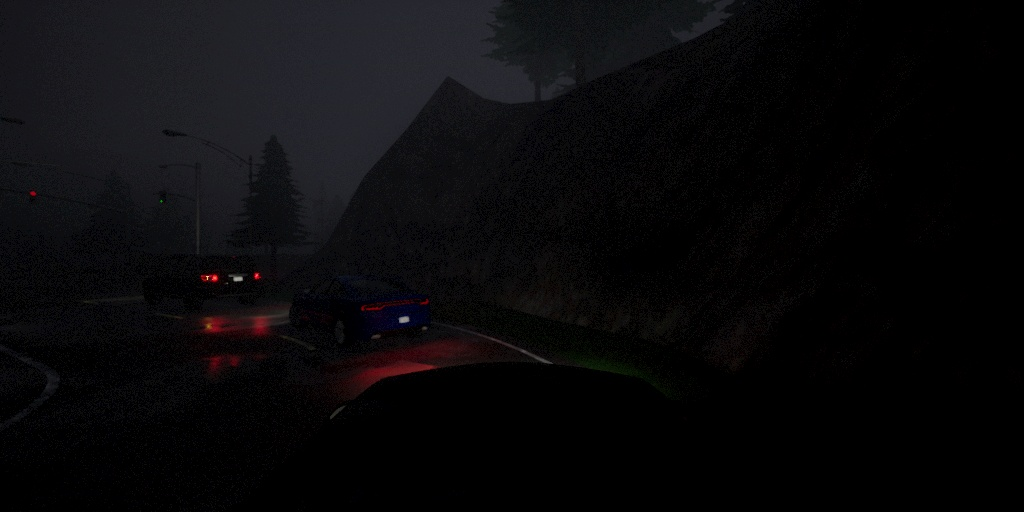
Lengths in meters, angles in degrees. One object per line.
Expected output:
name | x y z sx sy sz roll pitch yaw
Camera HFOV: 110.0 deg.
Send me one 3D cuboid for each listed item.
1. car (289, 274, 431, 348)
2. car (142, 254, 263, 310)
car | -4.129 1.220 9.418 5.008 1.535 1.882 0 0 43
car | -12.648 0.958 14.647 5.566 2.045 2.150 0 0 27
